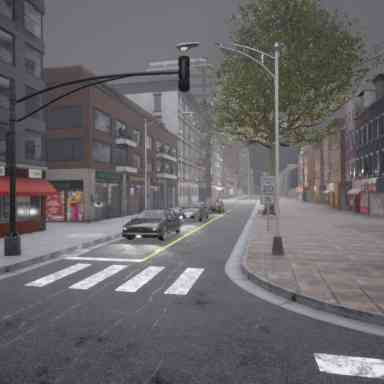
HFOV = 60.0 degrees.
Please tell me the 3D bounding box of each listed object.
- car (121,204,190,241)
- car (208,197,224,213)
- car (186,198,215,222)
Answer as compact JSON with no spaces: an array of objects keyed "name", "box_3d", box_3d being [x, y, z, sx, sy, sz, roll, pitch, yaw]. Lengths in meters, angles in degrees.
[{"name":"car","box_3d":[-1.809,1.556,17.209,2.033,1.411,5.357,0,0,12]},{"name":"car","box_3d":[2.307,1.347,36.497,2.097,1.767,4.553,0,0,12]},{"name":"car","box_3d":[0.225,1.492,26.753,2.128,1.511,4.902,0,0,12]}]
